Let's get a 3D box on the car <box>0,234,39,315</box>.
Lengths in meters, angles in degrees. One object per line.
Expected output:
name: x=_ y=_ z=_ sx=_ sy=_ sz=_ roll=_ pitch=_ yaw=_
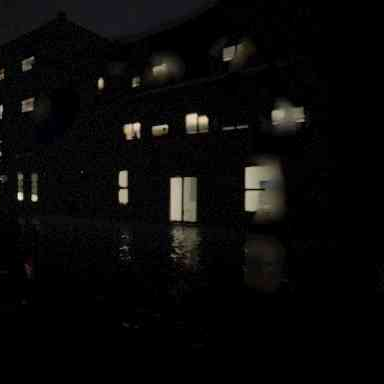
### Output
car: x=-4.743 y=1.396 z=6.263 sx=4.097 sy=1.590 sz=1.967 roll=0 pitch=1 yaw=36
